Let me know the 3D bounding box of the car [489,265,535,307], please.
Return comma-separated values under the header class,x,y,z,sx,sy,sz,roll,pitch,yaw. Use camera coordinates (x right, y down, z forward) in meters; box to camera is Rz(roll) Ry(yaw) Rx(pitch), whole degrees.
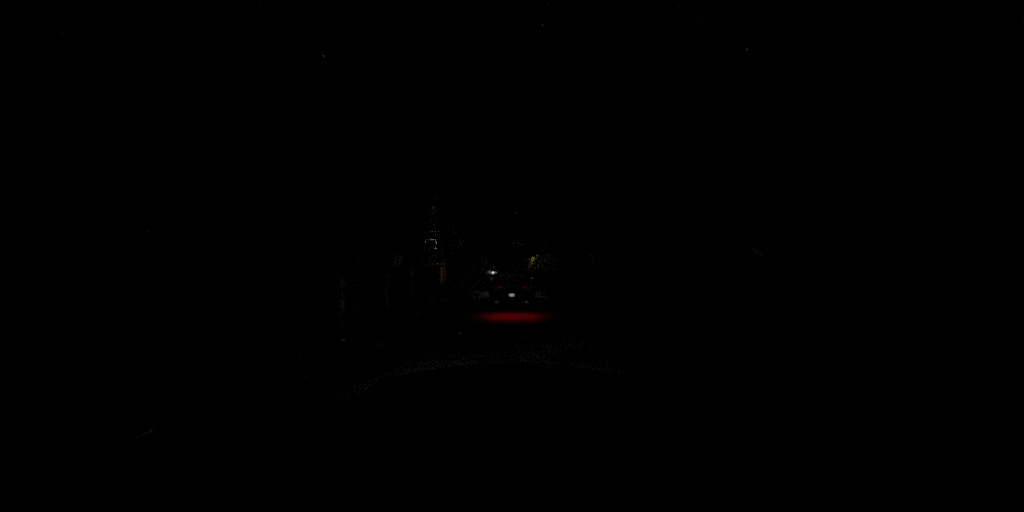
class,x,y,z,sx,sy,sz,roll,pitch,yaw
car,-0.003,1.378,16.331,1.882,1.535,5.008,0,0,0
